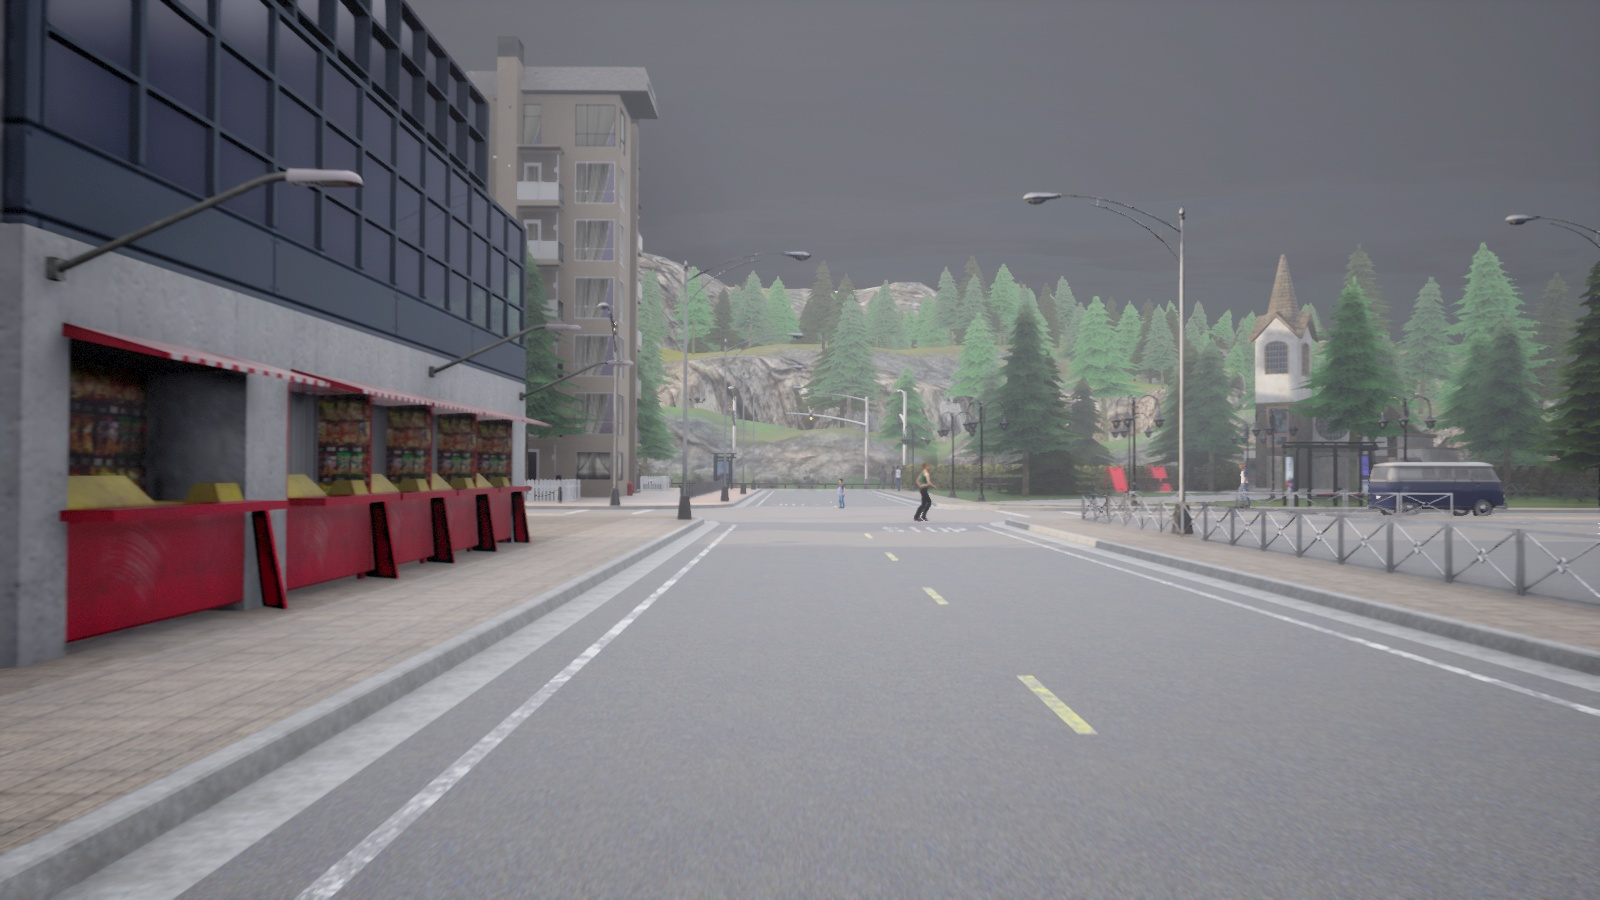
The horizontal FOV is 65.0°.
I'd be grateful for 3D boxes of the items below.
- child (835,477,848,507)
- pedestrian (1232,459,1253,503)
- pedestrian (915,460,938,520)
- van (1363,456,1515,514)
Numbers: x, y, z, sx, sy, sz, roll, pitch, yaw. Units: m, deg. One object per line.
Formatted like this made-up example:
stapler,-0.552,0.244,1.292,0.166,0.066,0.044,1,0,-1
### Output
child,1.736,1.750,52.472,0.437,1.263,0.270,0,-1,-37
pedestrian,18.251,1.279,51.792,0.706,1.836,0.354,0,-1,5
pedestrian,3.857,1.211,38.320,0.594,1.836,0.345,0,-1,-10
van,22.609,1.238,44.528,4.442,1.987,1.775,0,-1,-1
